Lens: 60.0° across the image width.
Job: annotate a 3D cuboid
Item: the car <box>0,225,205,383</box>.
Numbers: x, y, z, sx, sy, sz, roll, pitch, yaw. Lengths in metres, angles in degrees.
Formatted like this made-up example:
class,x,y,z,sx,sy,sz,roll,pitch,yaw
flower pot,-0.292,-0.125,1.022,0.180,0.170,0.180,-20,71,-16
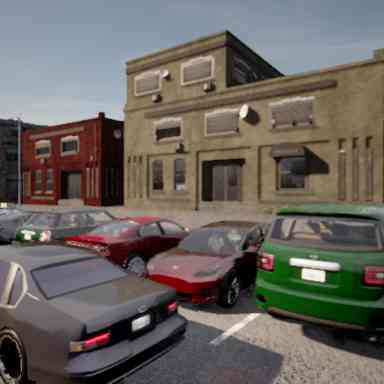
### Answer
class,x,y,z,sx,sy,sz,roll,pitch,yaw
car,-2.623,1.532,5.250,5.357,1.411,2.033,0,0,36

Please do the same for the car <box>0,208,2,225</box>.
class,x,y,z,sx,sy,sz,roll,pitch,yaw
car,-5.772,1.479,13.111,2.163,1.488,4.792,0,0,36

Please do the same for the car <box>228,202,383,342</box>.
class,x,y,z,sx,sy,sz,roll,pitch,yaw
car,3.204,1.225,6.704,2.435,2.045,5.566,0,0,36

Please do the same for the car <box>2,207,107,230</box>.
class,x,y,z,sx,sy,sz,roll,pitch,yaw
car,-3.564,1.329,11.460,2.185,1.767,4.553,0,0,36

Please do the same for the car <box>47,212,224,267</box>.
class,x,y,z,sx,sy,sz,roll,pitch,yaw
car,-1.304,1.460,9.880,2.097,1.535,5.008,0,0,36
